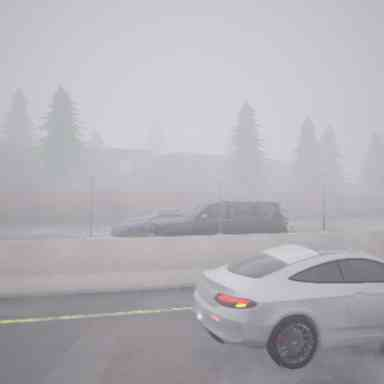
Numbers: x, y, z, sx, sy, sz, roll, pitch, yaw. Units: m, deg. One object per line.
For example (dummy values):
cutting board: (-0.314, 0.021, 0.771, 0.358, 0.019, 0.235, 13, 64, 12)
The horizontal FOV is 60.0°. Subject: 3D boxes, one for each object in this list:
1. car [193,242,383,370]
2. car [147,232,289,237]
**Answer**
car: (2.337, 1.588, 5.463, 4.674, 1.442, 1.812, 1, 0, -15)
car: (0.901, 1.332, 12.500, 5.566, 2.045, 2.150, 1, 0, -16)
